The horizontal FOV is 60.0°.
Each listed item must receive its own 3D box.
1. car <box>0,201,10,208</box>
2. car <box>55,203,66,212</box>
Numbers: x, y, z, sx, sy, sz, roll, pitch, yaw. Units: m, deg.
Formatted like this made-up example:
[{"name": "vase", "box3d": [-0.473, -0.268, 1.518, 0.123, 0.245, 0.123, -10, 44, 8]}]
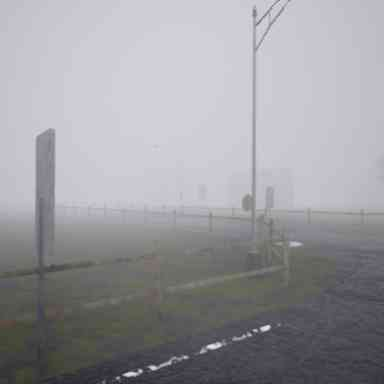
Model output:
[{"name": "car", "box3d": [-43.281, 2.719, 75.687, 5.008, 1.535, 1.882, -1, -1, 40]}, {"name": "car", "box3d": [-20.358, 2.318, 49.327, 2.128, 1.511, 4.902, 0, -1, -42]}]
